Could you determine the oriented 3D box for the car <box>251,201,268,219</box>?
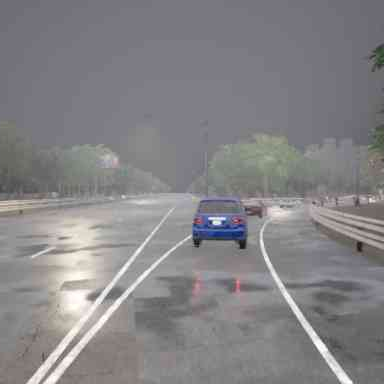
[{"bbox_3d":[5.581,1.516,29.831,1.882,1.535,5.008,0,0,20],"label":"car"}]

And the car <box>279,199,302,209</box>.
[{"bbox_3d":[13.718,1.632,46.066,1.895,1.301,4.718,0,0,33],"label":"car"}]

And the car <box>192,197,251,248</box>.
[{"bbox_3d":[1.417,1.249,15.028,2.150,2.045,5.566,0,0,10],"label":"car"}]
